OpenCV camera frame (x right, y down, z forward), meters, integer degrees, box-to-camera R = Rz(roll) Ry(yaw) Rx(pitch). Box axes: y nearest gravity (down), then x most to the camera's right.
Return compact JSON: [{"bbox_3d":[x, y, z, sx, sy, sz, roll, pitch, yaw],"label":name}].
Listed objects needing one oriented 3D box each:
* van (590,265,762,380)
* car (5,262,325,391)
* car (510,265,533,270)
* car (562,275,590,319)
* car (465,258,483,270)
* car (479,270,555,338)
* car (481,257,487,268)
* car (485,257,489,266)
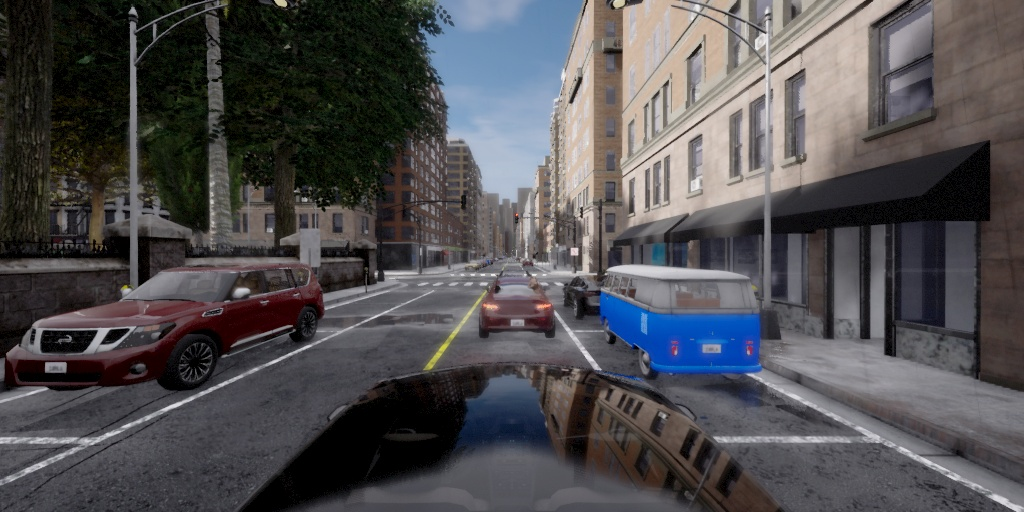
[{"bbox_3d":[2.867,1.090,6.986,1.690,1.789,3.998,0,0,0],"label":"van"},{"bbox_3d":[-5.657,1.064,6.965,2.192,1.841,5.009,0,0,0],"label":"car"},{"bbox_3d":[0.112,1.345,18.849,1.895,1.301,4.718,0,0,-1],"label":"car"},{"bbox_3d":[2.880,1.313,12.647,1.948,1.339,4.313,0,0,0],"label":"car"},{"bbox_3d":[-5.564,1.249,50.483,1.751,1.417,4.829,0,0,0],"label":"car"},{"bbox_3d":[0.123,1.274,10.027,1.812,1.442,4.674,0,0,0],"label":"car"},{"bbox_3d":[-5.552,1.272,56.104,2.007,1.370,4.403,0,0,0],"label":"car"},{"bbox_3d":[-5.540,1.266,61.555,1.888,1.381,4.507,0,0,0],"label":"car"}]
